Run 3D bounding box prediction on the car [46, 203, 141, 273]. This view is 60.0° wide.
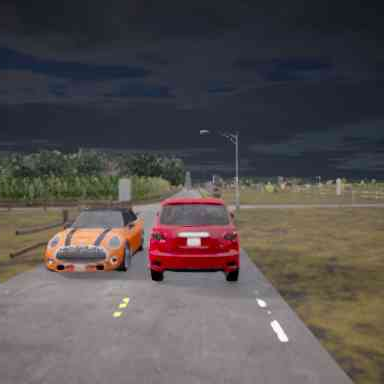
[{"bbox_3d":[-2.812,1.301,10.624,2.097,1.767,4.553,0,0,0],"label":"car"}]

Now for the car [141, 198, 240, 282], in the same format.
[{"bbox_3d":[0.091,1.172,9.823,2.150,2.045,5.566,0,0,1],"label":"car"}]

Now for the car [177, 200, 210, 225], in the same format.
[{"bbox_3d":[0.132,1.355,23.542,2.033,1.411,5.357,0,1,1],"label":"car"}]
